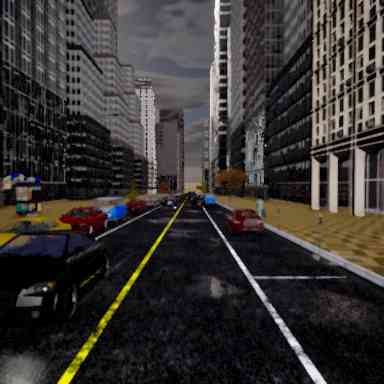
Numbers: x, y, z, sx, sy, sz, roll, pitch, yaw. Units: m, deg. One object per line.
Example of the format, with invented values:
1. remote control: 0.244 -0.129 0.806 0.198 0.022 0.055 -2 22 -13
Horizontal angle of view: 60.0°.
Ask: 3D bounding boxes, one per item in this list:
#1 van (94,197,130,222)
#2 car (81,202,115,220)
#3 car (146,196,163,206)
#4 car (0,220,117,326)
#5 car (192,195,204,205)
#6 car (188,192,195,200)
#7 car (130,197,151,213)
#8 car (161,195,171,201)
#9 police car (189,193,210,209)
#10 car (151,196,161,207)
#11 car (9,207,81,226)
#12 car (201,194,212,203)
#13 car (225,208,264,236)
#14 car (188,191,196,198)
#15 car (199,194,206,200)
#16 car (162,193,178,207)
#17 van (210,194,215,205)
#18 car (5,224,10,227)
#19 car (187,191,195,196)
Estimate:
1. van: -5.706 1.247 23.115 1.690 1.788 3.998 -1 0 0
2. car: -5.702 1.472 17.492 1.887 1.381 4.507 -1 0 0
3. car: -5.704 1.358 51.242 2.008 1.369 4.403 -1 0 0
4. car: -3.102 1.533 7.033 1.994 1.385 4.181 0 0 0
5. car: 0.899 1.306 53.367 1.837 1.490 4.892 0 0 0
6. car: 0.760 1.262 59.404 1.882 1.535 5.008 0 0 3
7. car: -5.703 1.409 34.366 1.887 1.381 4.507 -1 0 0
8. car: -5.704 1.290 73.742 2.008 1.369 4.403 -1 0 0
9. police car: 0.899 1.258 43.477 1.930 1.638 5.238 0 0 0
10. car: -5.703 1.376 45.617 2.008 1.369 4.403 -1 0 0
11. car: -5.703 1.476 11.697 1.752 1.417 4.829 -1 0 0
12. car: 2.674 1.213 62.492 1.967 1.590 4.097 -1 0 0
13. car: 2.678 1.510 17.493 1.802 1.307 4.206 -1 0 0
14. car: -0.003 0.721 95.149 2.150 2.045 5.566 0 0 0
15. car: 2.675 1.233 85.163 1.752 1.417 4.829 -1 0 0
16. car: -3.071 1.312 47.688 2.128 1.511 4.902 0 0 0
17. van: 2.672 1.149 51.242 1.690 1.788 3.998 -1 0 0
18. car: -5.702 1.524 6.242 2.008 1.369 4.403 -1 0 0
19. car: -0.002 1.094 78.306 1.837 1.490 4.892 0 0 0
